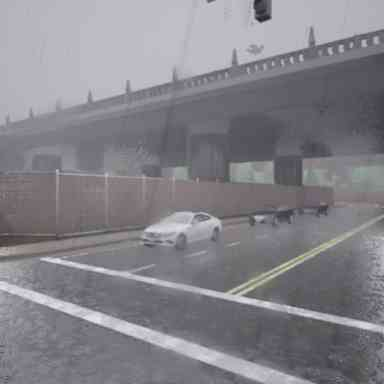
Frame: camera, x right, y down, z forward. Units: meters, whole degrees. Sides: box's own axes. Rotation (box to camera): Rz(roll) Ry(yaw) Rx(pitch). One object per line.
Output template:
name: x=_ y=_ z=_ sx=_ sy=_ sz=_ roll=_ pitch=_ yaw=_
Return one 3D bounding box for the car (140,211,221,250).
car: x=-0.308 y=1.608 z=14.981 sx=1.812 sy=1.442 sz=4.674 roll=0 pitch=0 yaw=33

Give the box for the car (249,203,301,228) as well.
car: x=5.675 y=1.580 z=23.447 sx=2.128 sy=1.511 sz=4.902 roll=0 pitch=0 yaw=35

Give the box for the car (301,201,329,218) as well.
car: x=11.730 y=1.588 z=31.958 sx=2.128 sy=1.511 sz=4.902 roll=0 pitch=0 yaw=35
